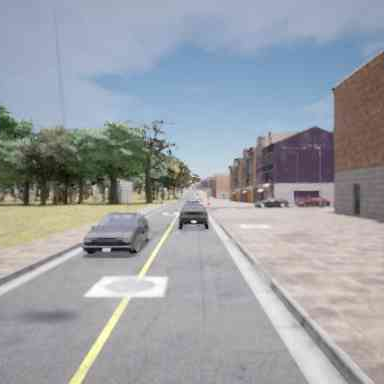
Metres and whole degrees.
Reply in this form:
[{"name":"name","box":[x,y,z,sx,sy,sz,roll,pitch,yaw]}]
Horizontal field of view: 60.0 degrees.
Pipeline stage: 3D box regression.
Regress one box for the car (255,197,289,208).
[{"name":"car","box":[10.446,1.410,43.731,4.403,1.369,2.008,-1,1,0]}]

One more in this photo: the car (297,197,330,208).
[{"name":"car","box":[15.978,1.321,43.727,4.206,1.307,1.802,-1,1,0]}]

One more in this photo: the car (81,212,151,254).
[{"name":"car","box":[-2.840,1.549,13.753,2.033,1.411,5.357,0,0,0]}]

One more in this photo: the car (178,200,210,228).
[{"name":"car","box":[0.107,1.515,22.063,1.837,1.490,4.892,0,0,0]}]
